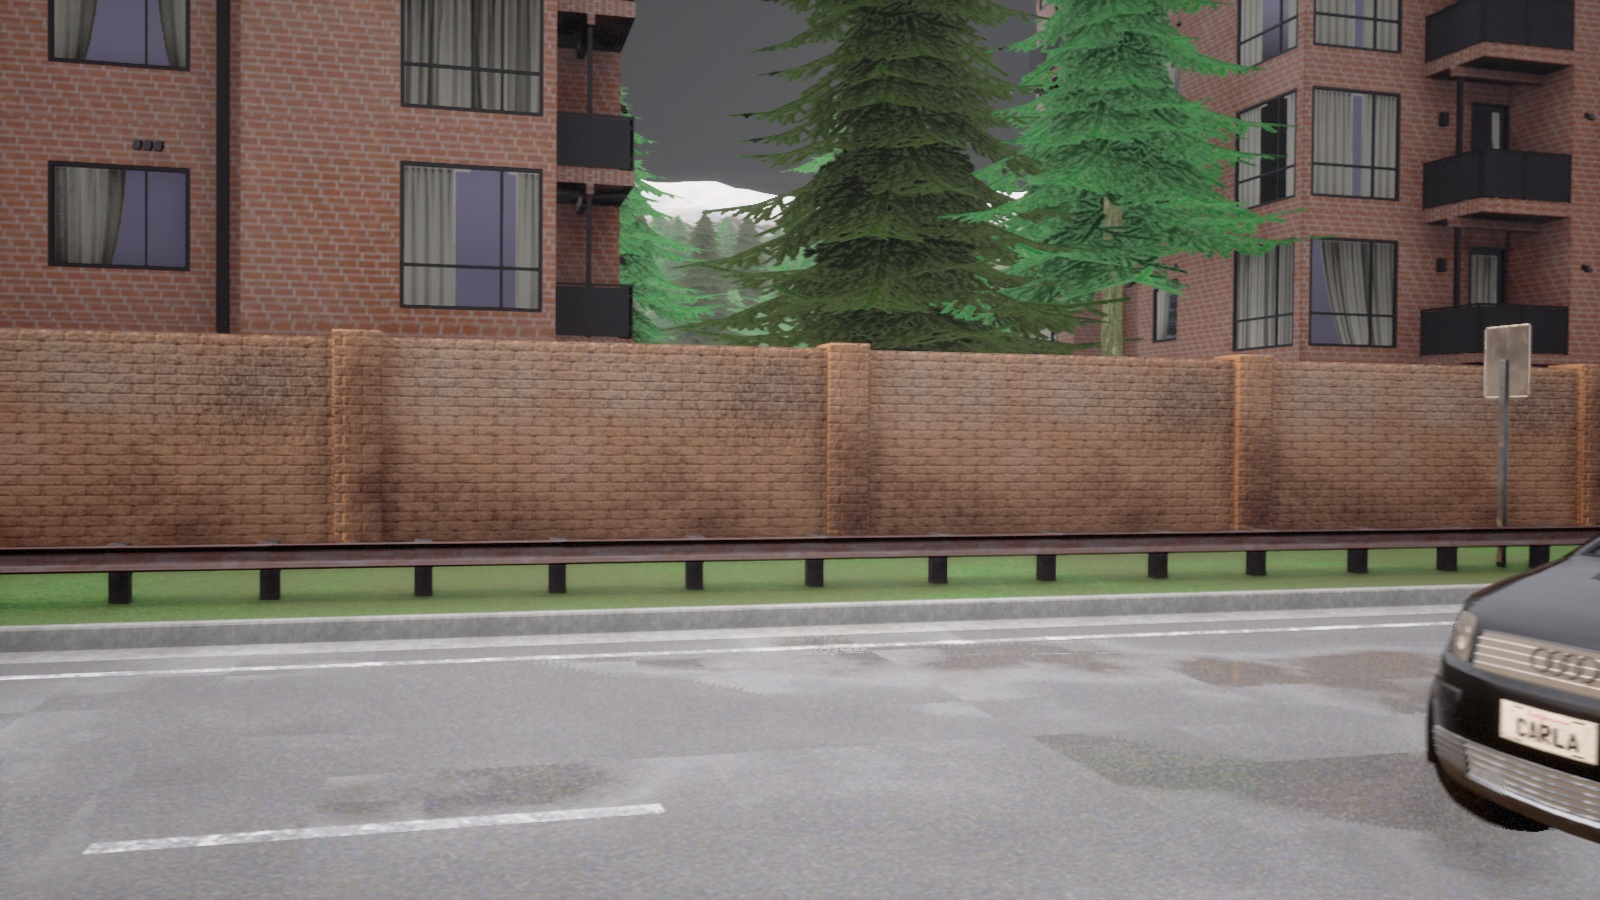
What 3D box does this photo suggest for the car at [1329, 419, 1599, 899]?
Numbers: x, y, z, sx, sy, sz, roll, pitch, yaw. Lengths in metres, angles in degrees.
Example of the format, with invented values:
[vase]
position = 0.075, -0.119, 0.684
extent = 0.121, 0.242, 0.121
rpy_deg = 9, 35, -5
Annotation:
[car]
position = 4.102, 0.650, 4.548
extent = 3.705, 1.549, 1.789
rpy_deg = -1, 1, -15
